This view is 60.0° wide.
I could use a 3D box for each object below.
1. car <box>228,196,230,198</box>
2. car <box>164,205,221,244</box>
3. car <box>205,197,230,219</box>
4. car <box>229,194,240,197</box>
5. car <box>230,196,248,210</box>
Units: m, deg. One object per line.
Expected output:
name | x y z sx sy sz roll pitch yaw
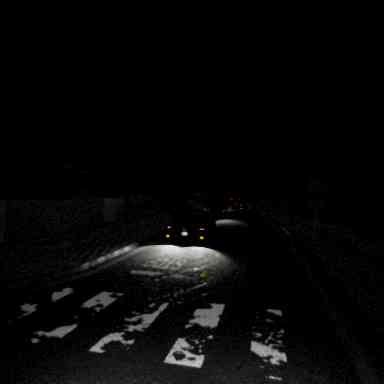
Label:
car | 4.022 1.630 48.625 2.033 1.411 5.357 2 0 3
car | 0.038 1.542 15.694 1.994 1.385 4.181 2 0 10
car | 2.283 1.507 30.450 1.882 1.535 5.008 2 0 7
car | 7.110 1.381 56.565 2.150 2.045 5.566 2 0 1
car | 6.707 1.715 46.684 1.994 1.385 4.181 2 0 3
